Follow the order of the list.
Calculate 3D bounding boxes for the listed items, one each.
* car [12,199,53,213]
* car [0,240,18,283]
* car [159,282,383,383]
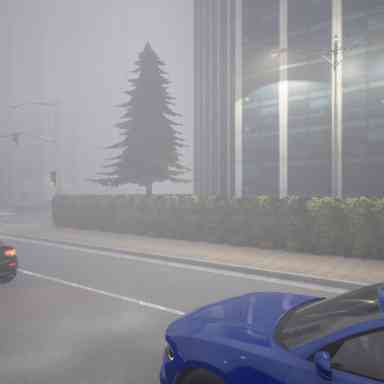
[{"bbox_3d":[-17.175,1.547,37.424,2.033,1.411,5.357,0,0,36],"label":"car"},{"bbox_3d":[-6.154,1.526,8.337,4.674,1.442,1.812,0,0,36],"label":"car"},{"bbox_3d":[1.974,1.478,2.585,5.008,1.535,1.882,0,0,36],"label":"car"}]
